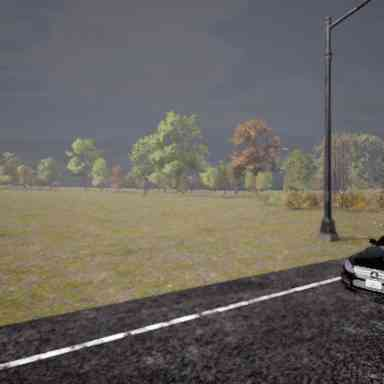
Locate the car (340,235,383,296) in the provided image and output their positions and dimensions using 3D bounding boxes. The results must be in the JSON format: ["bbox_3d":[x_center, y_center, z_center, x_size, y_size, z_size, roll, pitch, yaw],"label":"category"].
[{"bbox_3d":[5.461,1.563,7.880,4.674,1.442,1.812,0,0,-35],"label":"car"}]
